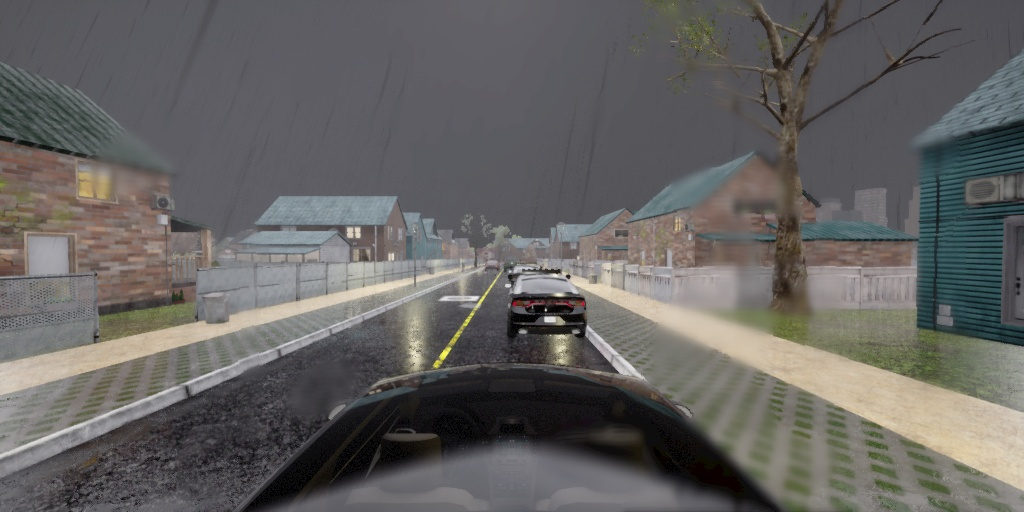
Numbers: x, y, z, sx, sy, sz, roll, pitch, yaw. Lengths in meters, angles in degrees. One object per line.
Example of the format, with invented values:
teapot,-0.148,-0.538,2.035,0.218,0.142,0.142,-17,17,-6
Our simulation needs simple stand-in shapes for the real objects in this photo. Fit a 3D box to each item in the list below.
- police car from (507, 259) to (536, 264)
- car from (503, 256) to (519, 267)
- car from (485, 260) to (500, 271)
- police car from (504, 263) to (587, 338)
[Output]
police car,0.829,1.182,20.362,1.930,1.638,5.238,0,0,0
car,0.030,1.027,47.008,2.150,2.045,5.566,0,0,0
car,-2.740,1.291,49.977,1.882,1.535,5.008,0,0,0
police car,0.827,1.175,10.360,1.930,1.638,5.238,0,0,0
